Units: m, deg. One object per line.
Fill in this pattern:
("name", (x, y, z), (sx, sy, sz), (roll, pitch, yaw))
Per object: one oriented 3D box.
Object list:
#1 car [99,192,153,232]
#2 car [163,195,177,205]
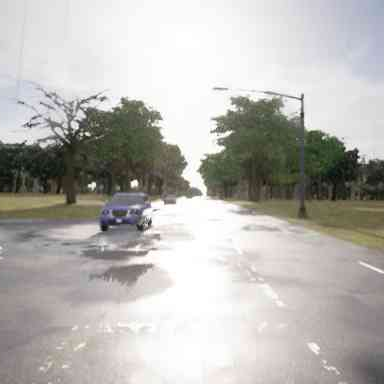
("car", (-3.495, 1.037, 18.696), (2.150, 2.045, 5.566), (1, -1, 0))
("car", (-3.590, 1.210, 54.771), (2.097, 1.767, 4.553), (0, 0, 0))
